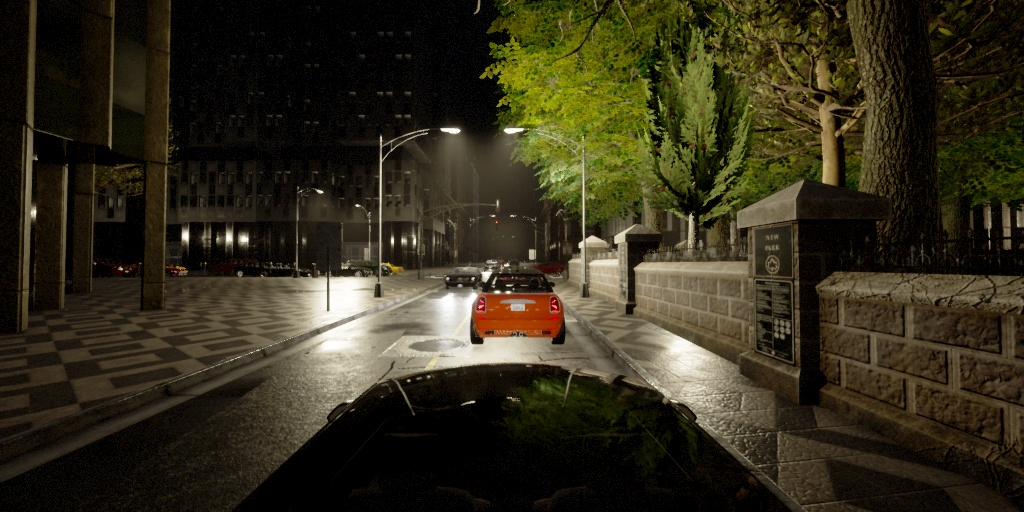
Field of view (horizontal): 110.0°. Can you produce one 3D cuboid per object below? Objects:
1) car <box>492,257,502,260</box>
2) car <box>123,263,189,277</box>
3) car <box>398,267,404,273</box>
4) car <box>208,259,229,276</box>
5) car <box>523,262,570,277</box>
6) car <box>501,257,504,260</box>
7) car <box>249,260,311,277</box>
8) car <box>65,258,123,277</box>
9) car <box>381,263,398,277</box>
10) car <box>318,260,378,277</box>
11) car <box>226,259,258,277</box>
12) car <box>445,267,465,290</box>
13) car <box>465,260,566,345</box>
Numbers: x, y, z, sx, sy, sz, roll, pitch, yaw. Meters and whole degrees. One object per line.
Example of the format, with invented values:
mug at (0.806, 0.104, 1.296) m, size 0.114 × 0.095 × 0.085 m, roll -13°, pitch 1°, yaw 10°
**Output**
car at (-2.874, 1.327, 50.770) m, size 2.128 × 1.511 × 4.902 m, roll 0°, pitch 0°, yaw 0°
car at (-31.045, 1.321, 31.649) m, size 4.207 × 1.307 × 1.802 m, roll 0°, pitch 0°, yaw 1°
car at (-14.600, 1.426, 40.008) m, size 4.829 × 1.417 × 1.751 m, roll 0°, pitch 0°, yaw 1°
car at (-30.967, 1.238, 40.172) m, size 5.009 × 1.841 × 2.192 m, roll 0°, pitch 0°, yaw 1°
car at (3.490, 1.354, 37.172) m, size 4.674 × 1.442 × 1.812 m, roll 0°, pitch -1°, yaw 1°
car at (-2.810, 1.371, 61.145) m, size 1.837 × 1.490 × 4.892 m, roll 0°, pitch 0°, yaw 1°
car at (-20.019, 1.290, 31.539) m, size 4.313 × 1.339 × 1.948 m, roll 0°, pitch 0°, yaw 1°
car at (-36.558, 1.062, 31.705) m, size 5.009 × 1.841 × 2.192 m, roll 0°, pitch 0°, yaw 1°
car at (-13.738, 1.126, 34.156) m, size 4.553 × 1.767 × 2.097 m, roll 0°, pitch -1°, yaw 0°
car at (-14.507, 1.268, 31.483) m, size 4.403 × 1.370 × 2.007 m, roll 0°, pitch 0°, yaw 1°
car at (-23.882, 1.292, 34.256) m, size 4.892 × 1.490 × 1.837 m, roll 0°, pitch -1°, yaw 0°
car at (-2.911, 1.371, 22.379) m, size 1.895 × 1.301 × 4.718 m, roll 0°, pitch 0°, yaw 0°
car at (0.130, 1.107, 9.707) m, size 2.097 × 1.767 × 4.553 m, roll 0°, pitch 0°, yaw 0°
